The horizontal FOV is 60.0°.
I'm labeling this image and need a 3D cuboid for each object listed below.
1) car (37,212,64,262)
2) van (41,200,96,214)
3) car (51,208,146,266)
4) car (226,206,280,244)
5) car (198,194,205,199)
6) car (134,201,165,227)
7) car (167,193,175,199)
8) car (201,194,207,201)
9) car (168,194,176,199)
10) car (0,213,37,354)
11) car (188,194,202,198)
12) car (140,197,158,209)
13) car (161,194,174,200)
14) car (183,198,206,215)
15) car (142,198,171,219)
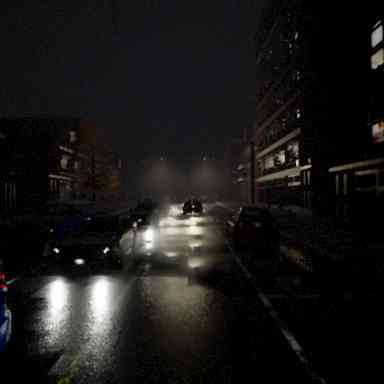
[{"bbox_3d":[-5.677,1.511,9.791,1.887,1.381,4.507,1,0,0],"label":"car"},{"bbox_3d":[-5.672,1.288,15.478,1.690,1.788,3.998,1,0,0],"label":"van"},{"bbox_3d":[-3.090,1.507,11.739,2.033,1.411,5.357,0,0,-1],"label":"car"},{"bbox_3d":[2.705,1.387,15.539,1.967,1.590,4.097,1,0,0],"label":"car"},{"bbox_3d":[2.701,1.274,95.152,1.802,1.307,4.206,1,0,0],"label":"car"},{"bbox_3d":[-3.089,1.490,21.766,1.994,1.385,4.181,0,0,0],"label":"car"},{"bbox_3d":[-5.677,1.149,89.404,1.967,1.590,4.097,1,0,0],"label":"car"},{"bbox_3d":[2.702,1.268,78.263,1.752,1.417,4.829,1,0,0],"label":"car"},{"bbox_3d":[-5.679,1.257,95.091,1.947,1.339,4.313,1,0,0],"label":"car"},{"bbox_3d":[-3.093,1.216,1.421,2.150,2.045,5.566,0,0,0],"label":"car"},{"bbox_3d":[0.042,1.409,46.675,1.994,1.385,4.181,0,0,1],"label":"car"},{"bbox_3d":[-5.678,1.435,43.912,1.802,1.307,4.206,1,0,0],"label":"car"},{"bbox_3d":[-5.676,1.202,72.344,1.967,1.590,4.097,1,0,0],"label":"car"},{"bbox_3d":[0.099,1.493,32.070,1.895,1.301,4.718,0,0,0],"label":"car"},{"bbox_3d":[-3.001,1.507,28.167,1.994,1.385,4.181,0,0,0],"label":"car"}]
